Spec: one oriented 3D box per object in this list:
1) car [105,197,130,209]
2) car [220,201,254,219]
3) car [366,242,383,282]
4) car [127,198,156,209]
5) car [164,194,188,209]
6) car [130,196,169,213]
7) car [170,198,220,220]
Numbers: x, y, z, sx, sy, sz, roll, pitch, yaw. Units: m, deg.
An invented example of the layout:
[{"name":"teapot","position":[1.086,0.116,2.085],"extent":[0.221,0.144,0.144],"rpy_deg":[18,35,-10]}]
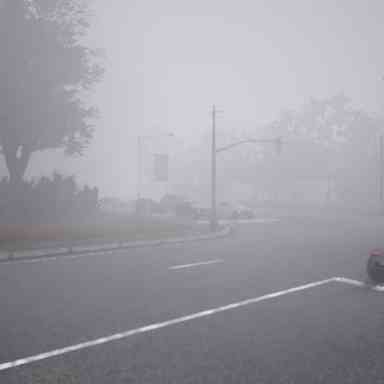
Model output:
[{"name":"car","position":[-10.491,1.477,45.843],"extent":[1.882,1.535,5.008],"rpy_deg":[0,0,-34]},{"name":"car","position":[3.593,1.573,30.343],"extent":[1.812,1.442,4.674],"rpy_deg":[0,0,-32]},{"name":"car","position":[6.305,1.588,8.709],"extent":[4.181,1.385,1.994],"rpy_deg":[0,0,-41]},{"name":"car","position":[-7.340,1.557,47.432],"extent":[2.033,1.411,5.357],"rpy_deg":[0,0,-33]},{"name":"car","position":[-1.600,1.261,38.541],"extent":[2.150,2.045,5.566],"rpy_deg":[0,0,-33]},{"name":"car","position":[-4.814,1.536,37.067],"extent":[1.837,1.490,4.892],"rpy_deg":[0,0,-32]},{"name":"car","position":[0.144,1.564,29.252],"extent":[1.812,1.442,4.674],"rpy_deg":[0,0,-31]}]
